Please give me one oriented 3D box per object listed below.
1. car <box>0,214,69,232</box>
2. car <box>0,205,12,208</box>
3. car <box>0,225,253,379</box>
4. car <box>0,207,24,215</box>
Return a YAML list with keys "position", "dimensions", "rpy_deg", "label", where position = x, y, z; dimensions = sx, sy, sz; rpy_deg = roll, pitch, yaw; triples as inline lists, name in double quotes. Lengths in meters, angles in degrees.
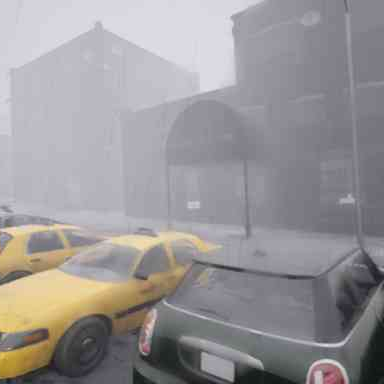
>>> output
- position: [-3.223, 1.407, 7.869]
  dimensions: [1.946, 1.575, 5.366]
  rpy_deg: [1, 0, 36]
  label: "car"
- position: [-8.083, 1.215, 11.171]
  dimensions: [2.185, 1.767, 4.553]
  rpy_deg: [1, 0, 36]
  label: "car"
- position: [-1.051, 1.442, 5.854]
  dimensions: [1.946, 1.575, 5.366]
  rpy_deg: [1, 0, 36]
  label: "car"
- position: [-5.815, 1.375, 9.511]
  dimensions: [2.231, 1.521, 4.892]
  rpy_deg: [1, 0, 36]
  label: "car"
